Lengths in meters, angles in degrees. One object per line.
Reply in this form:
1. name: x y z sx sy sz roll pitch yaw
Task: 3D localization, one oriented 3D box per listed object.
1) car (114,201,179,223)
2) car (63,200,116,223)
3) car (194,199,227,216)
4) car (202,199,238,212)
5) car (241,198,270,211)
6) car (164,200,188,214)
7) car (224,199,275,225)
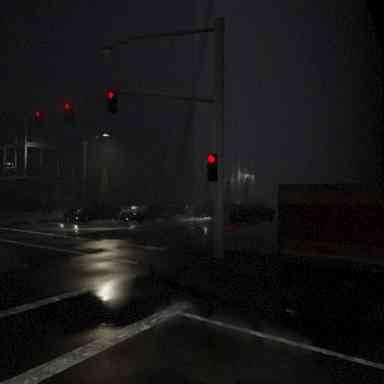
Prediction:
1. car: -3.424 1.656 25.925 1.895 1.301 4.718 0 0 36
2. car: -7.689 1.407 25.973 2.097 1.767 4.553 0 0 36
3. car: 2.088 1.533 33.631 1.882 1.535 5.008 0 0 35
4. car: 3.576 1.603 41.729 2.033 1.411 5.357 0 0 35
5. car: 8.054 1.581 41.953 1.812 1.442 4.674 0 0 36
6. car: -2.376 1.560 33.408 1.837 1.490 4.892 0 0 36
7. car: 4.578 1.533 24.739 1.882 1.535 5.008 0 0 36
